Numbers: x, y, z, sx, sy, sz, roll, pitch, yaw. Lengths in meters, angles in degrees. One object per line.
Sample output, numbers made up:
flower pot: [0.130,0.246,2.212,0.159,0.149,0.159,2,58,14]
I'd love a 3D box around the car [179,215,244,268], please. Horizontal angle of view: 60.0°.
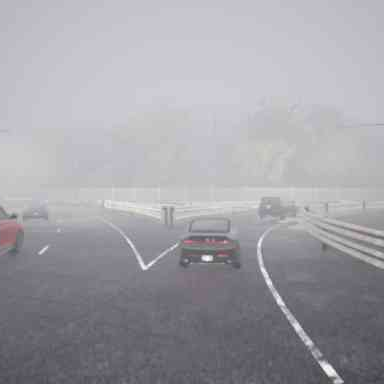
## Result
car: [0.744,1.569,11.544,1.837,1.490,4.892,-1,0,8]

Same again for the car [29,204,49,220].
car: [-13.577,1.722,29.054,1.994,1.385,4.181,0,0,-24]

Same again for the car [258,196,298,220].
car: [7.792,1.385,29.909,2.150,2.045,5.566,-1,-1,32]

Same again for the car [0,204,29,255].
car: [-6.980,1.279,10.375,2.150,2.045,5.566,0,0,-14]
